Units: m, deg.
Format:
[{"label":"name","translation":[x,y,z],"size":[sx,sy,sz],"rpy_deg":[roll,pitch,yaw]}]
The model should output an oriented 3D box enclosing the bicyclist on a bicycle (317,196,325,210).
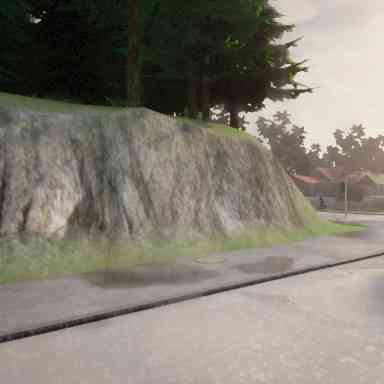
[{"label":"bicyclist on a bicycle","translation":[15.522,1.349,39.962],"size":[1.656,1.620,0.582],"rpy_deg":[0,0,-36]}]
